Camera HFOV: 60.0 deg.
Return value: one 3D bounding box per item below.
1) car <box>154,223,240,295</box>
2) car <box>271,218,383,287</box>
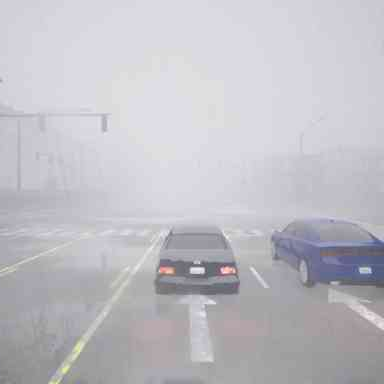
[{"bbox_3d":[0.098,1.547,8.852,2.033,1.411,5.357,0,0,0],"label":"car"},{"bbox_3d":[3.600,1.478,9.376,1.882,1.535,5.008,0,0,0],"label":"car"}]
